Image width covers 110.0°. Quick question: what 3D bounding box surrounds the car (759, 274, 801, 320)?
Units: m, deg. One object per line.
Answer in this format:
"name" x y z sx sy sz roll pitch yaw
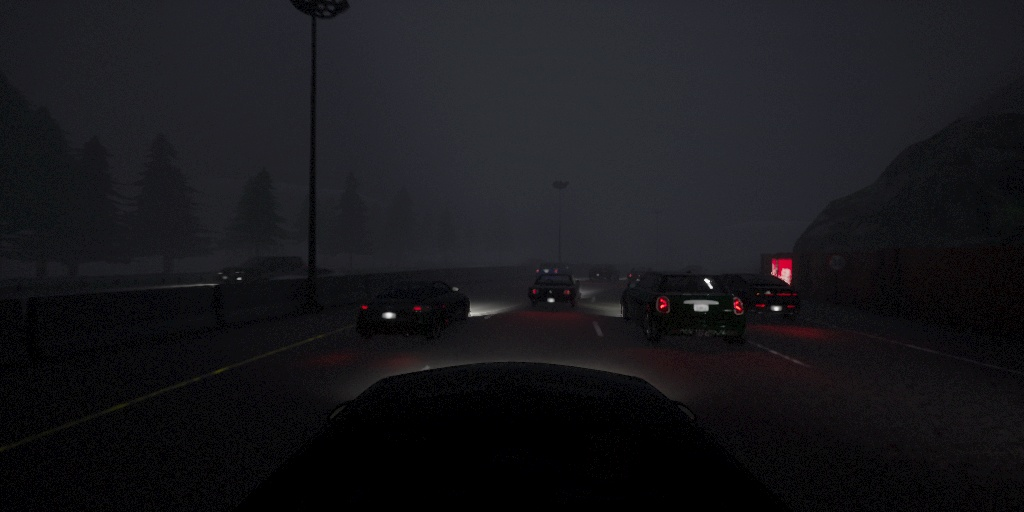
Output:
"car" 8.592 1.368 13.364 1.837 1.490 4.892 0 0 11

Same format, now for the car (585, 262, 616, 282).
"car" 8.377 1.450 32.238 1.882 1.535 5.008 0 -1 28

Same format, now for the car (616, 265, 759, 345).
"car" 4.444 1.174 10.016 2.097 1.767 4.553 0 0 7

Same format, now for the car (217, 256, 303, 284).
"car" -17.332 1.017 25.278 2.150 2.045 5.566 0 0 17

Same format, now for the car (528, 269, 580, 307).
"car" 2.047 1.446 16.120 1.895 1.301 4.718 0 0 13

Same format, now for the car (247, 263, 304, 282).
"car" -14.237 1.364 23.260 1.994 1.385 4.181 0 0 17

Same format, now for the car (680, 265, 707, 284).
"car" 16.043 1.535 31.559 1.812 1.442 4.674 0 0 31

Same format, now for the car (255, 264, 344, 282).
"car" -11.457 1.323 20.230 1.812 1.442 4.674 0 0 14

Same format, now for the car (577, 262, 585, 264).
"car" 11.829 1.725 60.018 1.994 1.385 4.181 0 -1 42

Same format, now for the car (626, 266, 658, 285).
"car" 10.757 1.569 29.408 1.895 1.301 4.718 0 0 27

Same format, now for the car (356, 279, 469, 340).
"car" -2.569 1.350 10.217 1.994 1.385 4.181 0 0 7

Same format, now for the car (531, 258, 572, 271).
"car" 3.680 1.290 30.670 2.097 1.767 4.553 0 0 25

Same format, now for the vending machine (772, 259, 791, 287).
"vending machine" 16.109 1.145 21.330 1.100 2.100 0.880 0 0 23

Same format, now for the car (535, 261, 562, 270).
"car" 6.651 1.708 64.727 2.033 1.411 5.357 0 0 42
